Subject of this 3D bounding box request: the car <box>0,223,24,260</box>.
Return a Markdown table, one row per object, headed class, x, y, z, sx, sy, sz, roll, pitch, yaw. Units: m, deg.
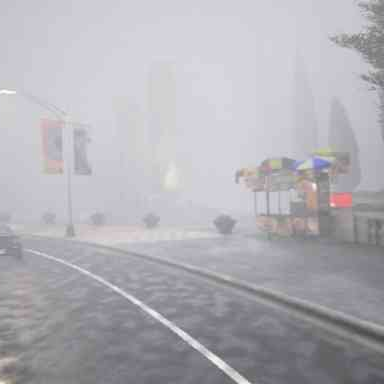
| class | x | y | z | sx | sy | sz | roll | pitch | yaw |
| --- | --- | --- | --- | --- | --- | --- | --- | --- | --- |
| car | -8.160 | 1.944 | 13.190 | 1.812 | 1.442 | 4.674 | -1 | -1 | -43 |
